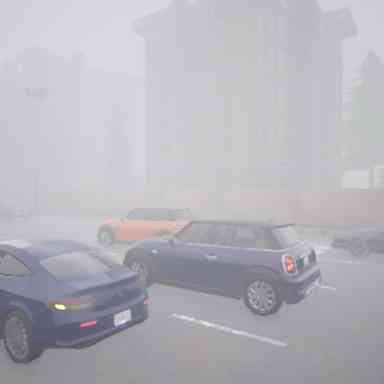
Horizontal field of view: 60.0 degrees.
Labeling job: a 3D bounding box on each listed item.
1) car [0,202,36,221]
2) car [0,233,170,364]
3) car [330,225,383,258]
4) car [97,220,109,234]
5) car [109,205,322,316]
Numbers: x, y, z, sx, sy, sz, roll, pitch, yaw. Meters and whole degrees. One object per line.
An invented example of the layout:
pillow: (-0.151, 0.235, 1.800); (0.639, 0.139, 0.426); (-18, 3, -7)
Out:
car: (-14.726, 1.511, 26.635); (5.357, 1.411, 2.033); (0, 0, 34)
car: (-2.836, 1.521, 5.795); (4.674, 1.442, 1.812); (0, 0, 34)
car: (7.685, 1.593, 11.325); (5.357, 1.411, 2.033); (0, 0, 34)
car: (-1.767, 1.359, 13.543); (4.553, 1.767, 2.097); (0, 0, 34)
car: (0.494, 1.363, 7.761); (4.553, 1.767, 2.097); (0, 0, 34)
